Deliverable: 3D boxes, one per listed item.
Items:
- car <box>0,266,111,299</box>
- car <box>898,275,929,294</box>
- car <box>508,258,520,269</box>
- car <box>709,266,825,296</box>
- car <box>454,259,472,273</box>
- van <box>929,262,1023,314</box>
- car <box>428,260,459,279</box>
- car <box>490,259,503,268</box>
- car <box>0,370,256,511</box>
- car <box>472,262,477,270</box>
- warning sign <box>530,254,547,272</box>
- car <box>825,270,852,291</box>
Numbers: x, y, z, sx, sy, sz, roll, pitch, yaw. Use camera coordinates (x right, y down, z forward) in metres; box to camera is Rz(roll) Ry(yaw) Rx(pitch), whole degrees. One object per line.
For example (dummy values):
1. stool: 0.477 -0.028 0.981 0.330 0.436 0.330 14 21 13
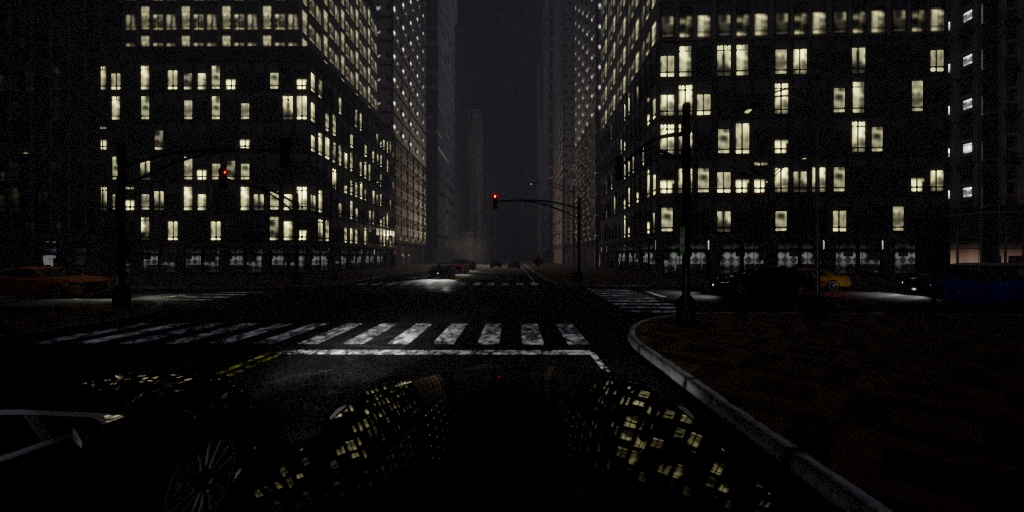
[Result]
1. car: -22.322 1.237 17.166 5.008 1.535 1.882 0 0 0
2. car: 23.455 1.324 18.442 5.357 1.411 2.033 0 0 2
3. car: 0.334 1.341 59.747 2.128 1.511 4.902 0 0 0
4. car: 13.055 1.274 18.861 4.892 1.490 1.837 0 0 2
5. car: -6.430 1.154 43.342 2.097 1.767 4.553 0 0 0
6. van: 18.403 1.120 13.118 3.998 1.789 1.690 0 0 2
7. car: -6.471 1.345 33.345 1.994 1.385 4.181 0 0 0
8. car: -2.896 1.369 63.777 1.837 1.490 4.892 0 0 0
9. car: -3.154 1.241 1.148 2.128 1.511 4.902 0 0 0
10. car: -6.383 1.378 53.839 2.033 1.411 5.357 0 0 0
11. warning sign: 3.011 0.913 41.340 1.300 1.860 1.060 0 0 0
12. car: 17.166 1.295 21.295 4.829 1.417 1.751 0 0 2
